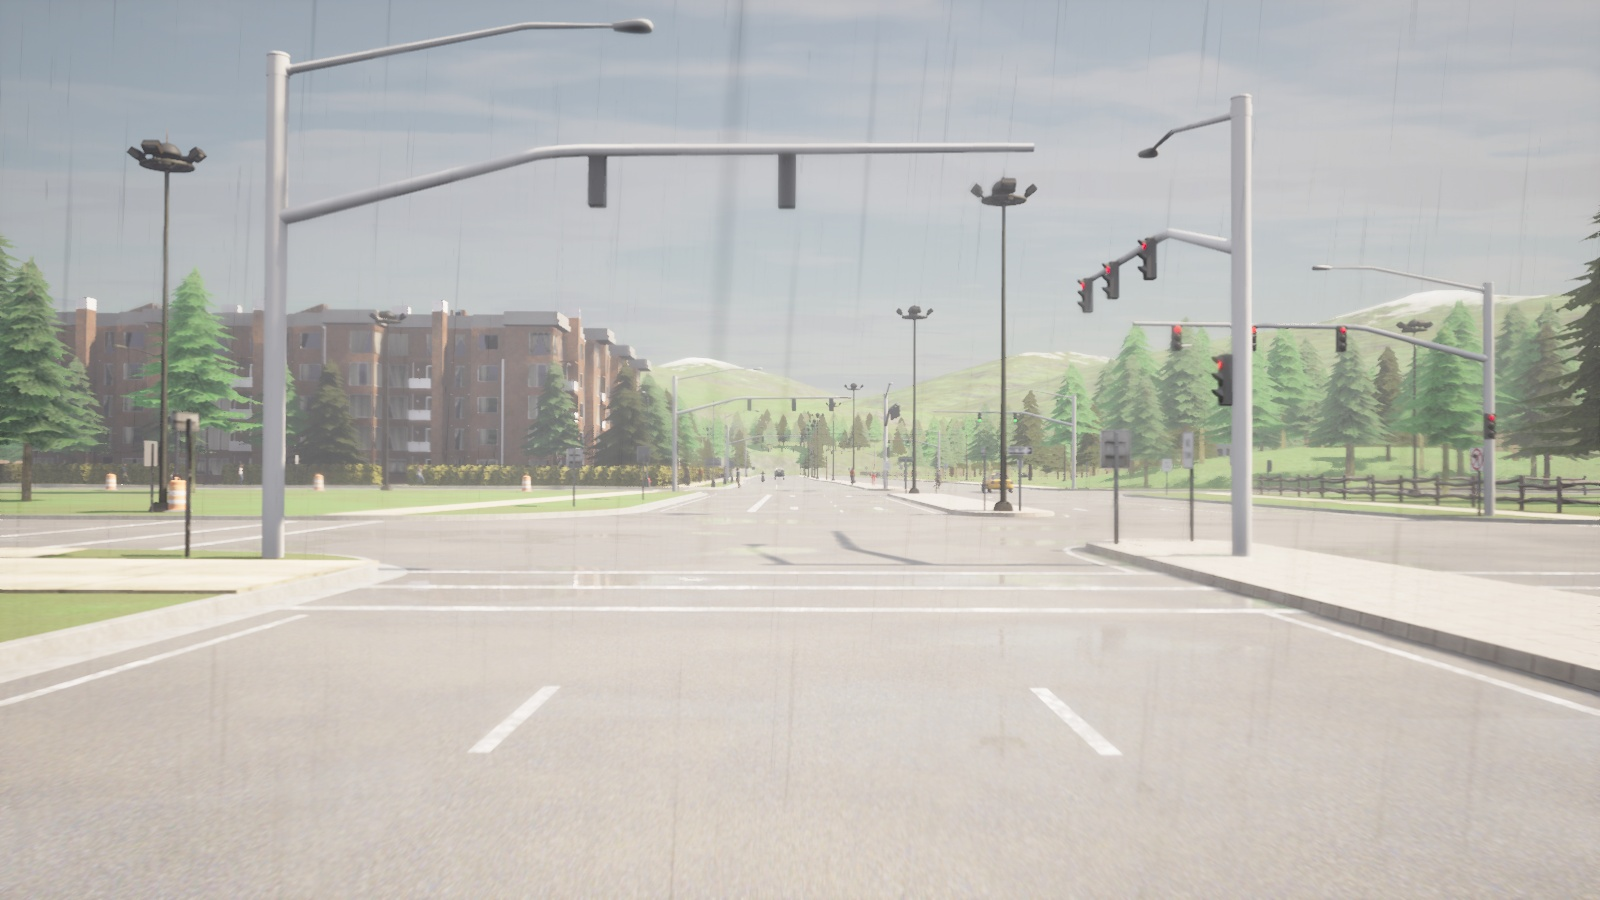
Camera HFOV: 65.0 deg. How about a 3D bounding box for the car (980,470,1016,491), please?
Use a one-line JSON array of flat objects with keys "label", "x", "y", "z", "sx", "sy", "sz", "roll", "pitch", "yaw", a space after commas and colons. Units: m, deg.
[{"label": "car", "x": 14.771, "y": 2.268, "z": 94.015, "sx": 1.801, "sy": 1.575, "sz": 5.366, "roll": 0, "pitch": -1, "yaw": 0}]
